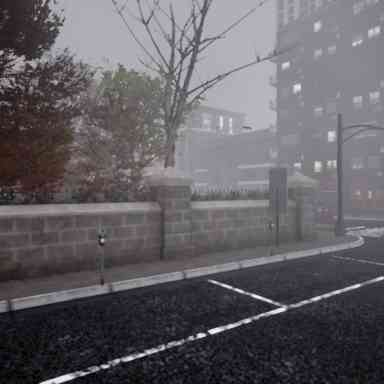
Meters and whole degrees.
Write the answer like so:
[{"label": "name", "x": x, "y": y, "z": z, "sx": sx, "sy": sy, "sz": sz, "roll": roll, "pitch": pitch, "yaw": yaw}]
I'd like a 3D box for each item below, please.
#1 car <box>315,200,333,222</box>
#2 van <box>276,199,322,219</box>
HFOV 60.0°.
[{"label": "car", "x": 9.805, "y": 1.612, "z": 29.033, "sx": 2.097, "sy": 1.767, "sz": 4.553, "roll": 0, "pitch": -1, "yaw": -35}, {"label": "van", "x": 10.421, "y": 1.633, "z": 32.626, "sx": 1.690, "sy": 1.788, "sz": 3.998, "roll": -1, "pitch": 0, "yaw": -36}]
